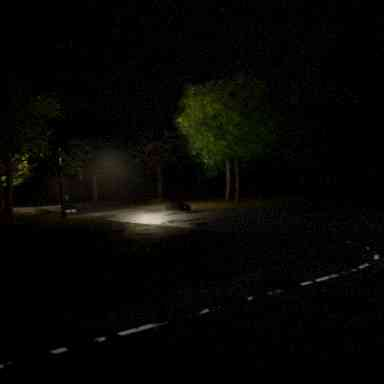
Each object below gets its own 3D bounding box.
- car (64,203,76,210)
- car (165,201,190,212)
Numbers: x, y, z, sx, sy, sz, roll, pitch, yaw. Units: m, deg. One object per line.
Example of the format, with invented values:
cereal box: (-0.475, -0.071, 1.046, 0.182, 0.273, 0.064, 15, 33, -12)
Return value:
car: (-26.537, 3.137, 72.180, 2.033, 1.411, 5.357, -4, 1, -28)
car: (-2.083, 2.045, 46.875, 1.994, 1.385, 4.181, -4, 1, -36)
